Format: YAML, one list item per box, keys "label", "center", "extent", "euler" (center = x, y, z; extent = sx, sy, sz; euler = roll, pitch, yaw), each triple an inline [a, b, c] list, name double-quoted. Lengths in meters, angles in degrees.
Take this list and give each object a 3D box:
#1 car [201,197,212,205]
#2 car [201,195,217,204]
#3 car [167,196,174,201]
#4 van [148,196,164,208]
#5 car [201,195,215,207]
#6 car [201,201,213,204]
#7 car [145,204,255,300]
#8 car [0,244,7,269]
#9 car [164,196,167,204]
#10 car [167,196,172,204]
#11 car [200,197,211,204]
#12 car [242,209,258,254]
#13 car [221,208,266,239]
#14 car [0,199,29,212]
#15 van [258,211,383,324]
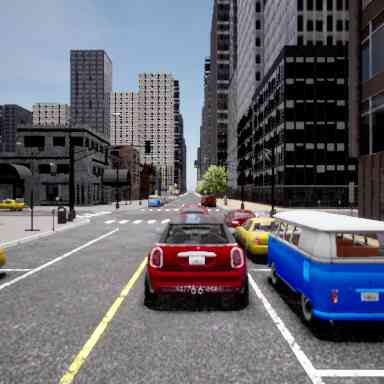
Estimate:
- label: "car"
  center: [2.650, 1.667, 61.631]
  extent: [1.887, 1.381, 4.507]
  euler: [0, 0, 0]
- label: "car"
  center: [2.656, 1.406, 50.584]
  extent: [2.192, 1.841, 5.009]
  euler: [0, 0, 0]
- label: "car"
  center: [-5.747, 1.739, 89.073]
  extent: [1.752, 1.417, 4.829]
  euler: [0, 0, 0]
- label: "van"
  center: [-5.724, 1.432, 50.576]
  extent: [1.690, 1.788, 3.998]
  euler: [0, 0, 0]
- label: "car"
  center: [2.652, 1.421, 56.108]
  extent: [2.192, 1.841, 5.009]
  euler: [0, 0, 0]
- label: "car"
  center: [0.089, 1.498, 19.269]
  extent: [1.882, 1.535, 5.008]
  euler: [0, 0, 0]
- label: "car"
  center: [0.093, 1.358, 8.573]
  extent: [2.097, 1.767, 4.553]
  euler: [0, 0, 0]
- label: "car"
  center: [-5.697, 1.530, 6.693]
  extent: [1.752, 1.417, 4.829]
  euler: [0, 0, 0]
- label: "car"
  center: [-5.727, 1.546, 56.100]
  extent: [1.967, 1.590, 4.097]
  euler: [0, 0, 0]
- label: "car"
  center: [-5.734, 1.579, 67.149]
  extent: [1.967, 1.590, 4.097]
  euler: [0, 0, 0]
- label: "car"
  center: [2.647, 1.705, 67.156]
  extent: [1.947, 1.339, 4.313]
  euler: [0, 0, 0]
- label: "car"
  center: [2.679, 1.536, 12.703]
  extent: [1.752, 1.417, 4.829]
  euler: [0, 0, 0]
- label: "car"
  center: [2.676, 1.600, 18.195]
  extent: [1.802, 1.307, 4.206]
  euler: [0, 0, 0]
- label: "car"
  center: [-21.432, 1.497, 38.398]
  extent: [4.829, 1.417, 1.752]
  euler: [0, 0, 0]
- label: "van"
  center: [2.683, 1.346, 6.868]
  extent: [1.690, 1.788, 3.998]
  euler: [0, 0, 0]
